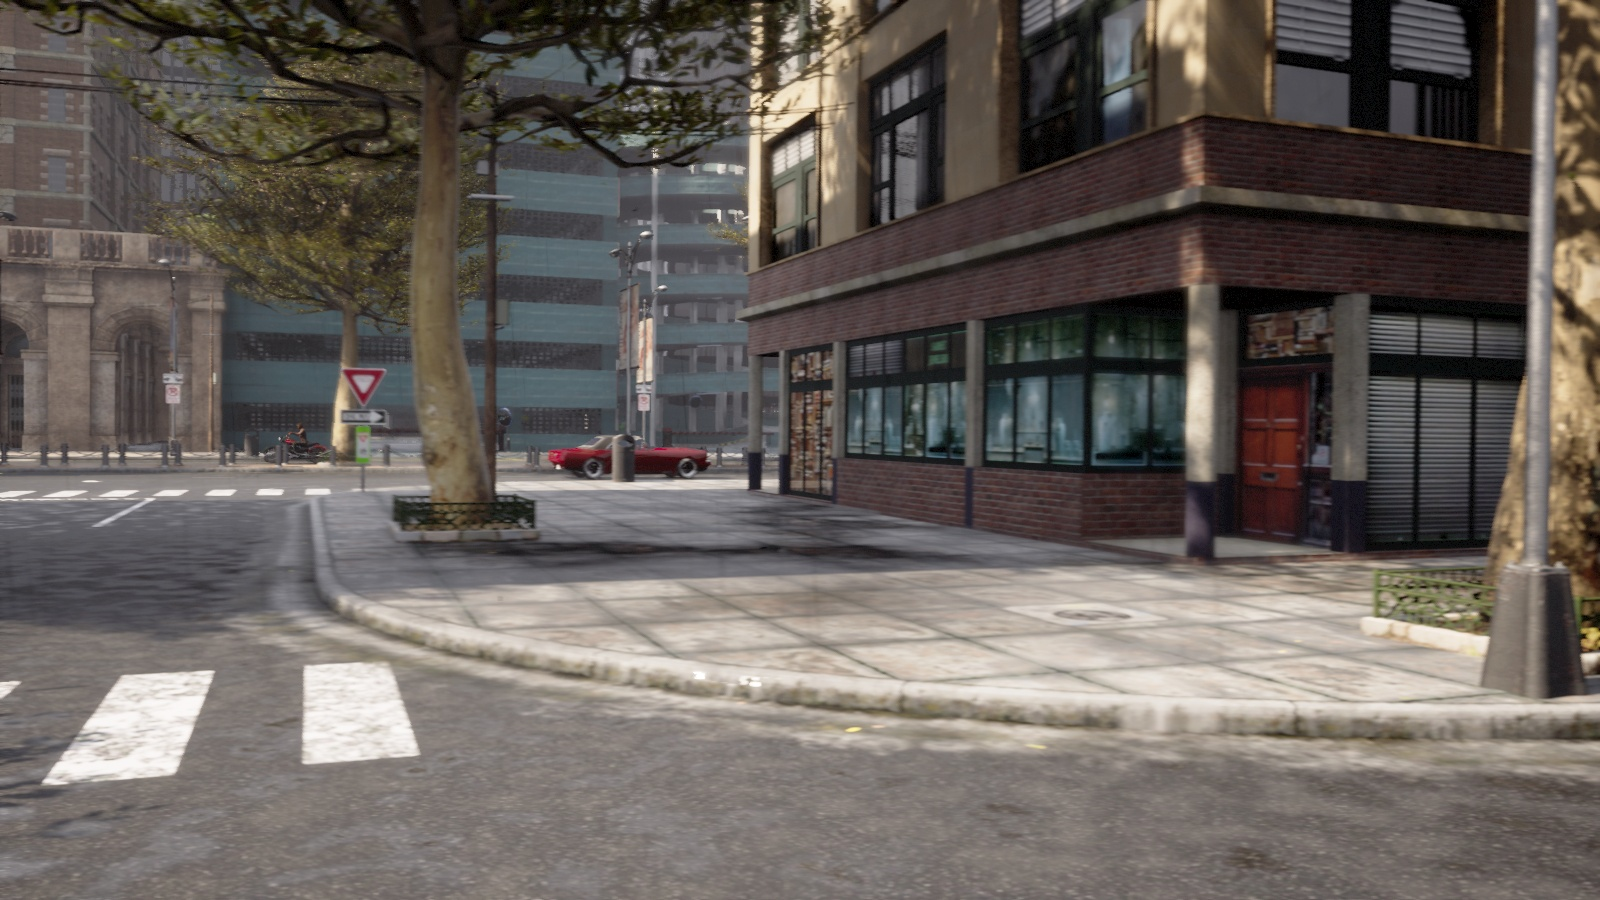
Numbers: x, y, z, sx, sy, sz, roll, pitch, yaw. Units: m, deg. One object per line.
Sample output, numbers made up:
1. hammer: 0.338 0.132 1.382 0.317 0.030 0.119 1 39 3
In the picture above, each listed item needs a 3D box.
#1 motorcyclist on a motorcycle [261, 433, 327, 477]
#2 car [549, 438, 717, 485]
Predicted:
1. motorcyclist on a motorcycle: -19.610 0.167 48.730 2.350 1.649 0.766 -1 1 -21
2. car: -5.083 0.330 38.210 4.718 1.301 1.895 -1 1 -22
